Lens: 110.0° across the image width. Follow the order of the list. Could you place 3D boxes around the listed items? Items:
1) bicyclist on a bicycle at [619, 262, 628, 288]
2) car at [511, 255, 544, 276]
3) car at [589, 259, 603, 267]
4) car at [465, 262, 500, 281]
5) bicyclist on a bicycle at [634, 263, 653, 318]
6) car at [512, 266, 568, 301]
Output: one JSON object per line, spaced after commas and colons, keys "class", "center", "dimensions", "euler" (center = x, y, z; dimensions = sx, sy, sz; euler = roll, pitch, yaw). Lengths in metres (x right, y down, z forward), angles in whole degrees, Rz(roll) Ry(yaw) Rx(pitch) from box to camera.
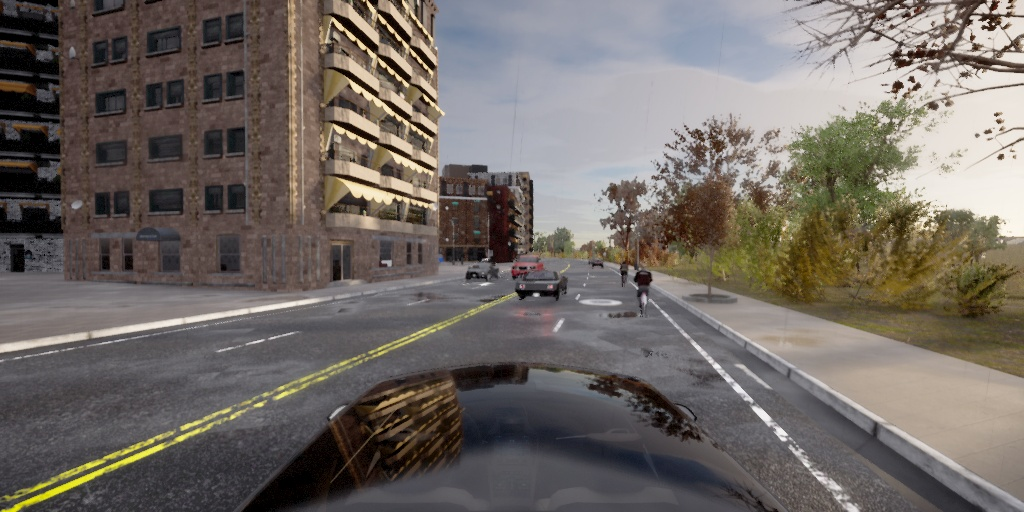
{"class": "bicyclist on a bicycle", "center": [7.100, 1.188, 22.698], "dimensions": [0.582, 1.620, 1.656], "euler": [0, 0, 14]}
{"class": "car", "center": [1.481, 0.957, 31.375], "dimensions": [2.150, 2.045, 5.566], "euler": [0, 0, 13]}
{"class": "car", "center": [14.719, 1.203, 61.957], "dimensions": [1.837, 1.490, 4.892], "euler": [0, 0, 11]}
{"class": "car", "center": [-2.311, 1.243, 29.482], "dimensions": [1.837, 1.490, 4.892], "euler": [0, 0, 13]}
{"class": "bicyclist on a bicycle", "center": [4.408, 1.113, 12.075], "dimensions": [0.659, 1.776, 1.843], "euler": [0, 0, 15]}
{"class": "car", "center": [1.594, 1.341, 17.354], "dimensions": [1.895, 1.301, 4.718], "euler": [0, 0, 14]}
